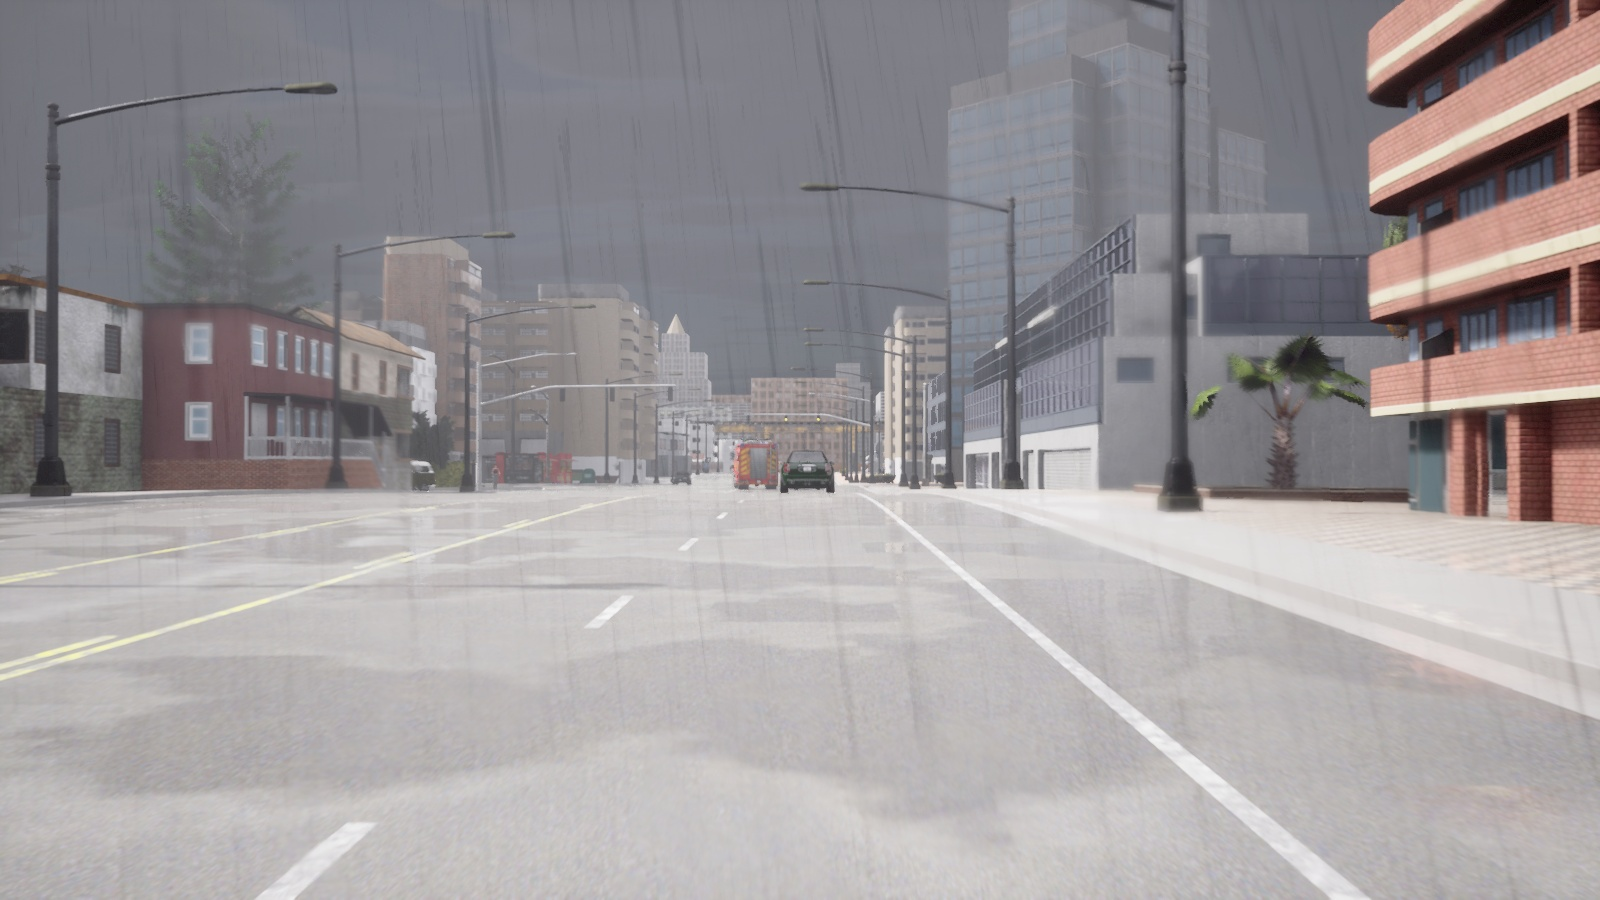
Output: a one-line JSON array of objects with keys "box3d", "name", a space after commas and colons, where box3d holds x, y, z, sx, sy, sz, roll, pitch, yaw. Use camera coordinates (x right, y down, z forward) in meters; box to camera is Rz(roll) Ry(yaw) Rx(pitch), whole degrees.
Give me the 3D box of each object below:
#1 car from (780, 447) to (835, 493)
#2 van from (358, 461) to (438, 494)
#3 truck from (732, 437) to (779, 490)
[{"box3d": [0.292, 0.833, 49.806, 2.097, 1.767, 4.553, 0, -2, 0], "name": "car"}, {"box3d": [-26.190, 1.747, 81.859, 2.069, 2.038, 4.480, 1, 0, 43], "name": "van"}, {"box3d": [-3.446, 1.032, 94.518, 2.891, 3.827, 8.468, 0, -1, -6], "name": "truck"}]
